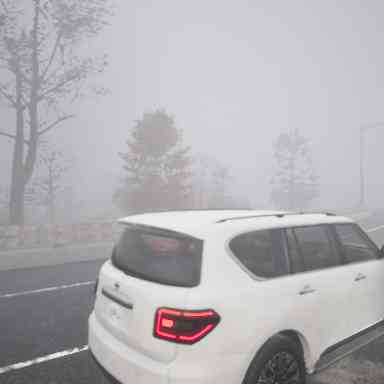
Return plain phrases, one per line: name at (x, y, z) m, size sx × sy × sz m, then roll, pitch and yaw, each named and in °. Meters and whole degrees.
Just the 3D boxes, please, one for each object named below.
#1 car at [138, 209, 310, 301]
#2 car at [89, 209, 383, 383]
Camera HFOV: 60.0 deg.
car at (1.045, 1.441, 9.254) m, size 4.553 × 1.767 × 2.097 m, roll 1°, pitch -1°, yaw -38°
car at (1.363, 1.272, 4.883) m, size 5.566 × 2.045 × 2.150 m, roll 1°, pitch -1°, yaw -38°
